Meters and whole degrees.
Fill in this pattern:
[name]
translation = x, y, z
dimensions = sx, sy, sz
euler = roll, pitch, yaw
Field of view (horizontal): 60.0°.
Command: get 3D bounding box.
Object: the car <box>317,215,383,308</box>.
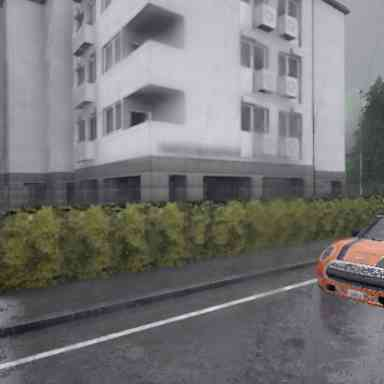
[car]
translation = 4.848, 1.273, 7.437
dimensions = 4.553, 1.767, 2.097
euler = -1, 0, -35
